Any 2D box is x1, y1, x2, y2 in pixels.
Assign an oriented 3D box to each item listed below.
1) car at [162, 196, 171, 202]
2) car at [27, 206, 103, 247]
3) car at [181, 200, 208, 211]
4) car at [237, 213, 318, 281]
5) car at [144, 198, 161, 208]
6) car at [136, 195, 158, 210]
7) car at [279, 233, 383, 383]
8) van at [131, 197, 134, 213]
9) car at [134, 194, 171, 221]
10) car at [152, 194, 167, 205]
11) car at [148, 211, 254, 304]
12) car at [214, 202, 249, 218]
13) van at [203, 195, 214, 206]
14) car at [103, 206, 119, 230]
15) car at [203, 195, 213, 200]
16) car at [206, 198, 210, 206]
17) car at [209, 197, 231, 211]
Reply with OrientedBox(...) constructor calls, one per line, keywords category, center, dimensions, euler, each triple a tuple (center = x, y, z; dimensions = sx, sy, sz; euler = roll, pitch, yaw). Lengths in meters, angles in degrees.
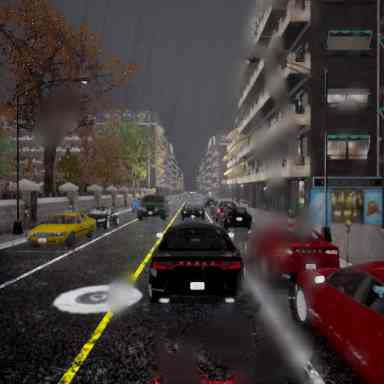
OrientedBox(category="car", center=(-5.762, 1.599, 76.141), dimensions=(1.802, 1.307, 4.206), euler=(0, 0, 0))
OrientedBox(category="car", center=(-5.708, 1.524, 15.084), dimensions=(1.752, 1.417, 4.829), euler=(0, 0, 0))
OrientedBox(category="car", center=(0.075, 1.602, 27.944), dimensions=(1.895, 1.301, 4.718), euler=(0, 0, 0))
OrientedBox(category="car", center=(2.677, 1.544, 9.727), dimensions=(1.887, 1.381, 4.507), euler=(0, 0, 0))
OrientedBox(category="car", center=(-5.738, 1.556, 48.465), dimensions=(2.008, 1.369, 4.403), euler=(0, 0, 0))
OrientedBox(category="car", center=(-5.735, 1.319, 42.930), dimensions=(2.192, 1.841, 5.009), euler=(0, 0, 0))
OrientedBox(category="car", center=(2.682, 1.544, 4.192), dimensions=(1.887, 1.381, 4.507), euler=(0, 0, 0))
OrientedBox(category="van", center=(-5.729, 1.344, 37.394), dimensions=(1.690, 1.788, 3.998), euler=(0, 0, 0))
OrientedBox(category="car", center=(-3.122, 1.222, 27.744), dimensions=(2.150, 2.045, 5.566), euler=(0, 0, 0))
OrientedBox(category="car", center=(-5.749, 1.325, 59.536), dimensions=(2.192, 1.841, 5.009), euler=(0, 0, 0))
OrientedBox(category="car", center=(0.089, 1.477, 8.245), dimensions=(1.882, 1.535, 5.008), euler=(0, 0, 0))
OrientedBox(category="car", center=(2.667, 1.566, 20.798), dimensions=(1.947, 1.339, 4.313), euler=(0, 0, 0))
OrientedBox(category="van", center=(2.636, 1.349, 54.009), dimensions=(1.690, 1.788, 3.998), euler=(0, 0, 0))
OrientedBox(category="car", center=(-5.713, 1.551, 20.790), dimensions=(2.008, 1.369, 4.403), euler=(0, 0, 0))
OrientedBox(category="car", center=(2.643, 1.572, 48.473), dimensions=(1.947, 1.339, 4.313), euler=(0, 0, 0))
OrientedBox(category="car", center=(2.657, 1.568, 31.868), dimensions=(1.947, 1.339, 4.313), euler=(0, 0, 0))
OrientedBox(category="car", center=(2.661, 1.441, 26.333), dimensions=(1.967, 1.590, 4.097), euler=(0, 0, 0))
